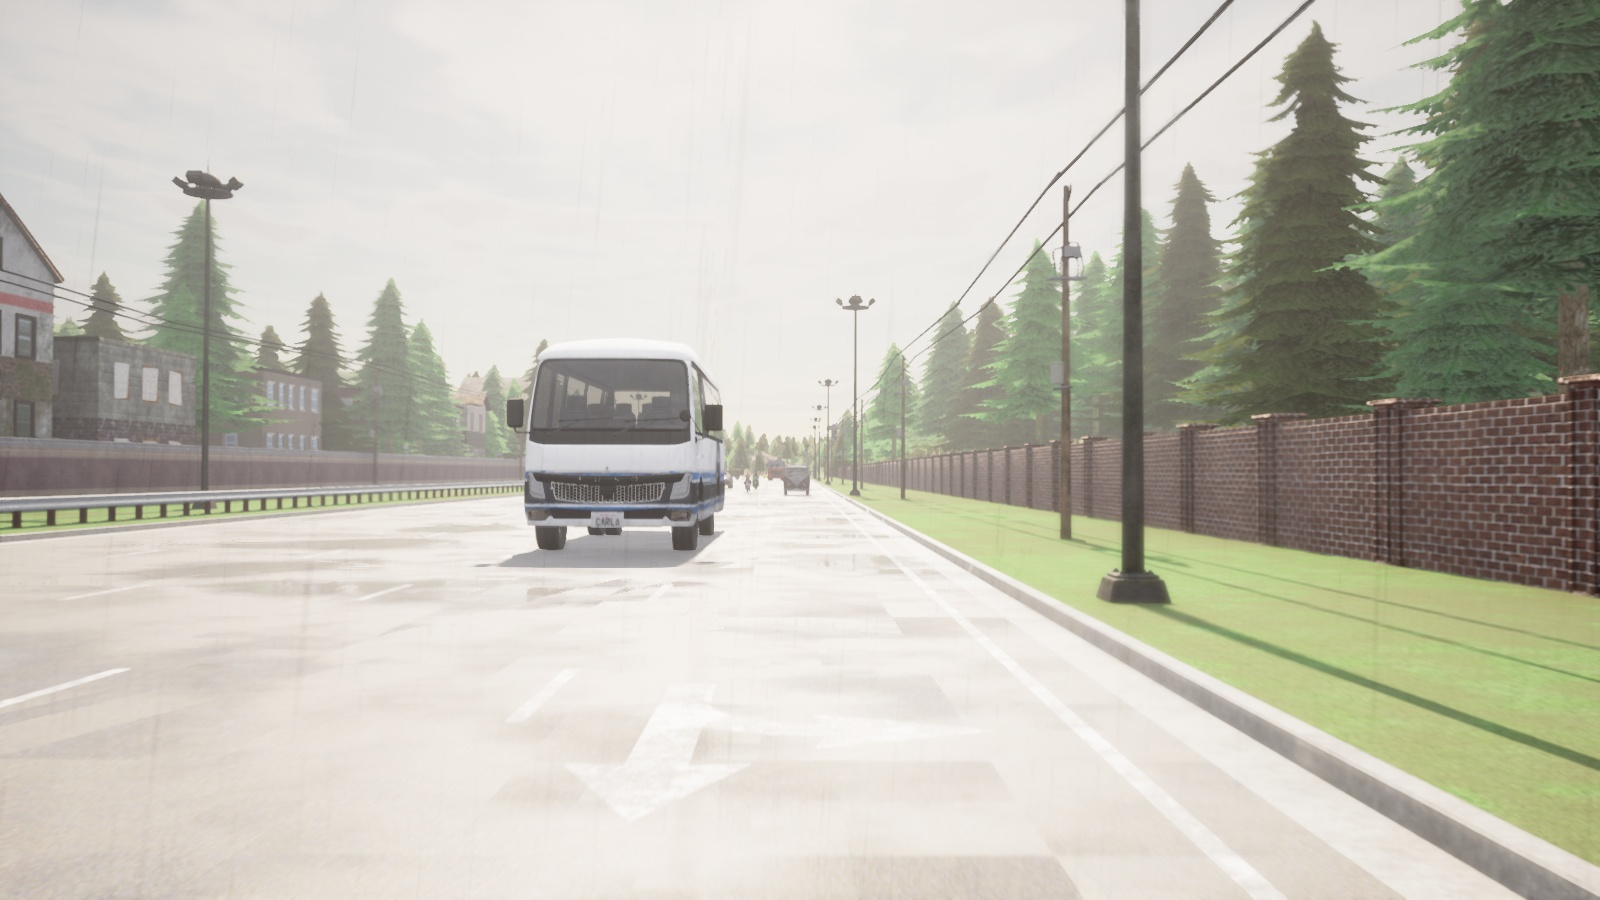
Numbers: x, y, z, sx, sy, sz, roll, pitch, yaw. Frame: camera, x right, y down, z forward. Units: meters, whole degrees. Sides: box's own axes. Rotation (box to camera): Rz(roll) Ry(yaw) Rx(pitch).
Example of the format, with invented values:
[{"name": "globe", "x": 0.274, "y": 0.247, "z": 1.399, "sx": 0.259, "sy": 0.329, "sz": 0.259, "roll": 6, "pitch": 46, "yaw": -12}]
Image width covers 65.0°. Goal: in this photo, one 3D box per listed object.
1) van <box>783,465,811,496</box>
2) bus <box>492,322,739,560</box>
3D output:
[{"name": "van", "x": -0.205, "y": 1.987, "z": 83.321, "sx": 1.775, "sy": 1.987, "sz": 4.442, "roll": 0, "pitch": -1, "yaw": 0}, {"name": "bus", "x": -3.573, "y": -0.076, "z": 27.708, "sx": 3.944, "sy": 4.253, "sz": 10.273, "roll": 0, "pitch": -1, "yaw": 0}]
